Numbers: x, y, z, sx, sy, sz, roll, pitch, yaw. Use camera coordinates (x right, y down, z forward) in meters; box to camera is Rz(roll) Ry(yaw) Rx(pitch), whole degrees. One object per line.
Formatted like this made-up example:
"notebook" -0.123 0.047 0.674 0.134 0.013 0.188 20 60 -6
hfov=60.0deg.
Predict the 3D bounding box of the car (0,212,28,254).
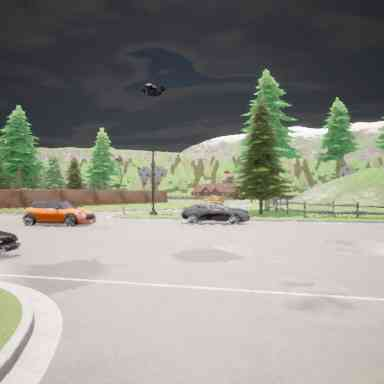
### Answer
"car" -8.803 1.548 11.533 5.357 1.411 2.033 0 0 13

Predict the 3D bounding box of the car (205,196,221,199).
"car" 4.431 1.474 67.641 1.882 1.535 5.008 1 -1 -31

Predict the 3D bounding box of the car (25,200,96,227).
"car" -8.800 1.351 22.300 4.553 1.767 2.097 0 0 13

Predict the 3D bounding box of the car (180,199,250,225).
"car" 1.623 1.491 23.525 4.902 1.511 2.128 0 0 13
